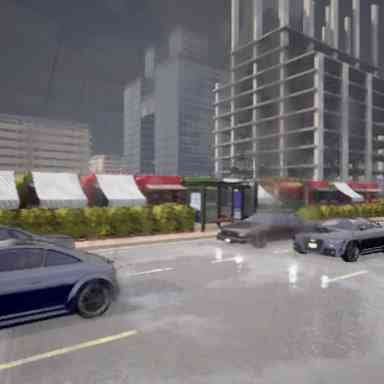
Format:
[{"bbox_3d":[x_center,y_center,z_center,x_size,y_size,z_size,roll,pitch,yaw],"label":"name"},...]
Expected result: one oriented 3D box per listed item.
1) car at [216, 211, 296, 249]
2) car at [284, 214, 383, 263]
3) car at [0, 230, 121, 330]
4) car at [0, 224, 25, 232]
[{"bbox_3d":[3.652,1.596,15.122,5.357,1.411,2.033,0,0,-35],"label":"car"},{"bbox_3d":[5.674,1.612,12.272,4.181,1.385,1.994,0,0,-35],"label":"car"},{"bbox_3d":[-3.414,1.566,5.847,4.181,1.385,1.994,0,0,-36],"label":"car"},{"bbox_3d":[-5.721,1.548,8.502,5.357,1.411,2.033,0,0,-35],"label":"car"}]
